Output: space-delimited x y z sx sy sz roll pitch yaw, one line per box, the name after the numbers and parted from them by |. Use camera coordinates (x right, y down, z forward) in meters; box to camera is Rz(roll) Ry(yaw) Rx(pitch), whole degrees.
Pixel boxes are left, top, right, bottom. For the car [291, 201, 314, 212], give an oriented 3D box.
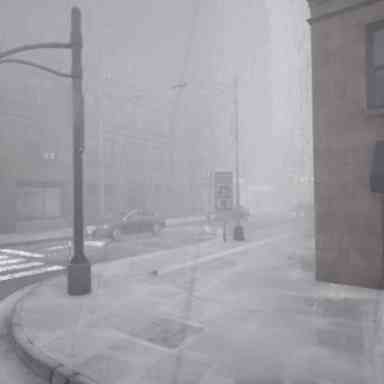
14.563 1.852 43.200 2.033 1.411 5.357 -1 -1 36 | car

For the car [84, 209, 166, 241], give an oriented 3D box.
-3.469 1.671 17.935 2.128 1.511 4.902 -1 -1 36 | car

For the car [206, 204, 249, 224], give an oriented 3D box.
2.949 1.715 26.984 2.128 1.511 4.902 -1 -1 35 | car
